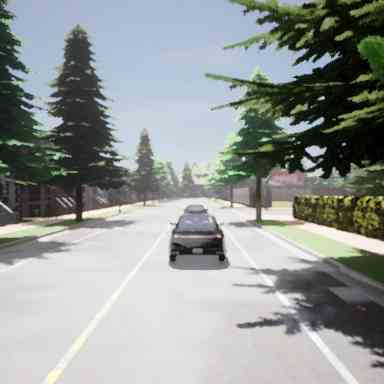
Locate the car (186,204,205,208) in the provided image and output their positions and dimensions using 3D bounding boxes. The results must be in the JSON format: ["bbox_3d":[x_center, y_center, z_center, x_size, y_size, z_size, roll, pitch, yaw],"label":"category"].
[{"bbox_3d":[0.268,1.628,24.576,1.812,1.442,4.674,0,0,-1],"label":"car"}]

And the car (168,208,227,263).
[{"bbox_3d":[0.183,1.543,12.251,2.128,1.511,4.902,0,0,0],"label":"car"}]
